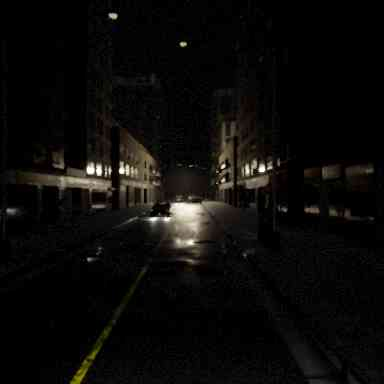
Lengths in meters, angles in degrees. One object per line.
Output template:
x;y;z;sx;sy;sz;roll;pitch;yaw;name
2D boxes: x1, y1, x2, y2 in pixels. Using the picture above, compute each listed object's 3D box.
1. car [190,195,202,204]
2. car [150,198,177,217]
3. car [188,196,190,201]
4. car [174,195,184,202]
0.961;1.523;65.329;1.882;1.535;5.008;0;0;0;car
-2.849;1.556;31.874;2.033;1.411;5.357;0;0;0;car
-0.002;1.514;83.095;1.895;1.301;4.718;0;0;0;car
-2.752;1.472;72.354;2.128;1.511;4.902;0;0;0;car
